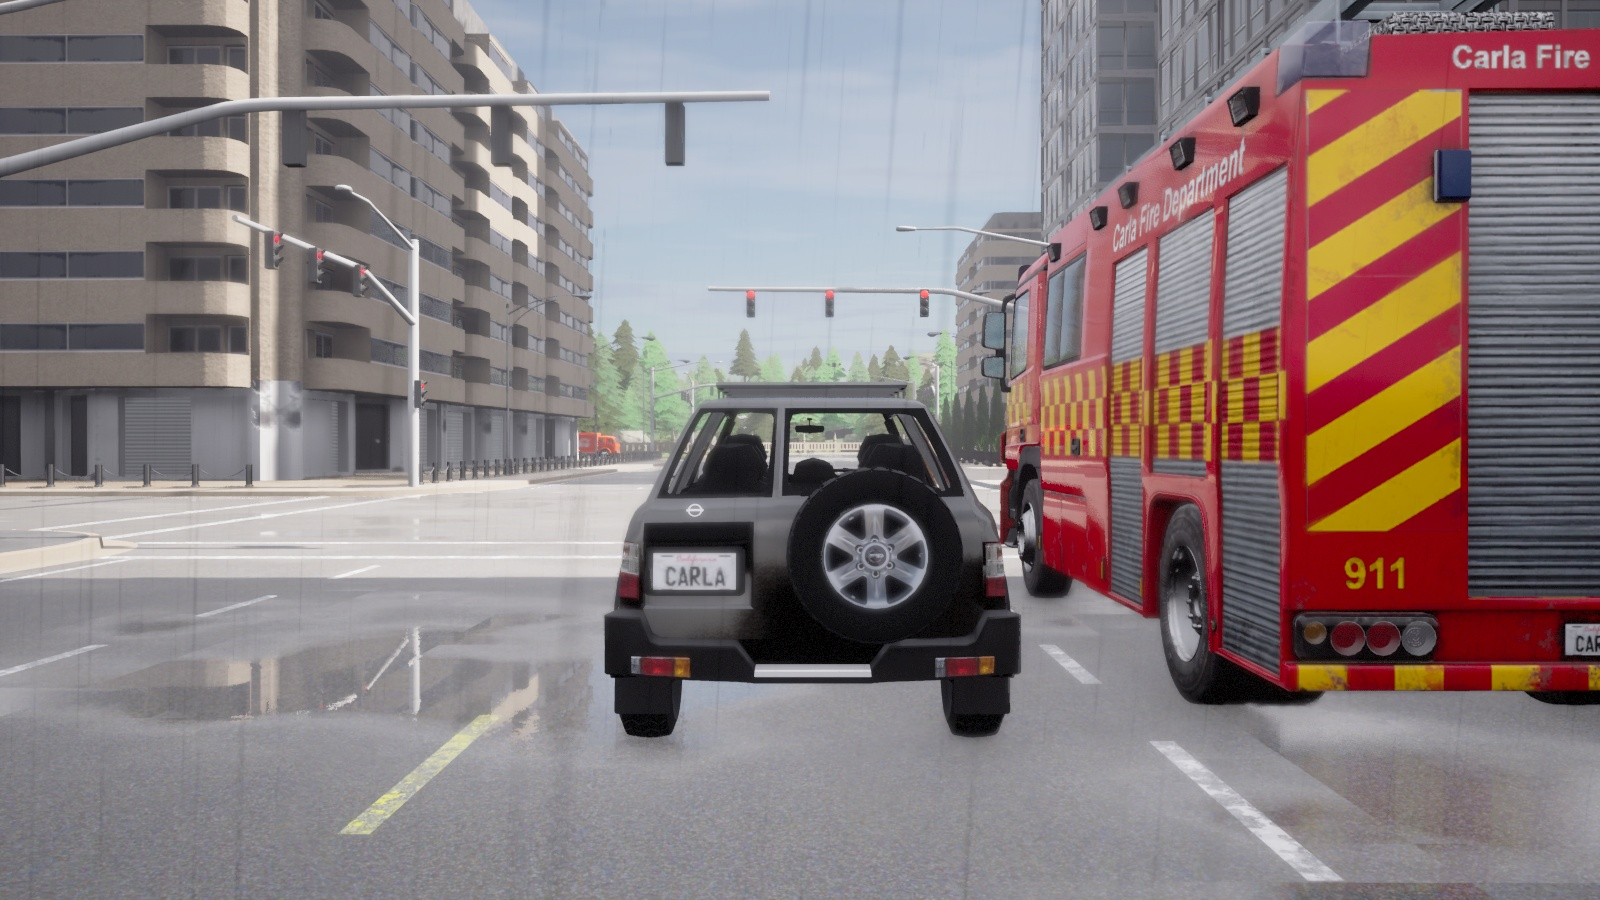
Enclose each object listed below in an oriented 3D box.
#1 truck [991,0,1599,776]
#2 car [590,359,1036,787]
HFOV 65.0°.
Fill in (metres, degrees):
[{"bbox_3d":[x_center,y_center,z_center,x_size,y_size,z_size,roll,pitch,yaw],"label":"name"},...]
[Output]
[{"bbox_3d":[3.573,-0.471,9.880,2.891,3.827,8.468,0,0,0],"label":"truck"},{"bbox_3d":[0.061,0.520,7.741,1.932,1.855,4.605,0,0,0],"label":"car"}]
